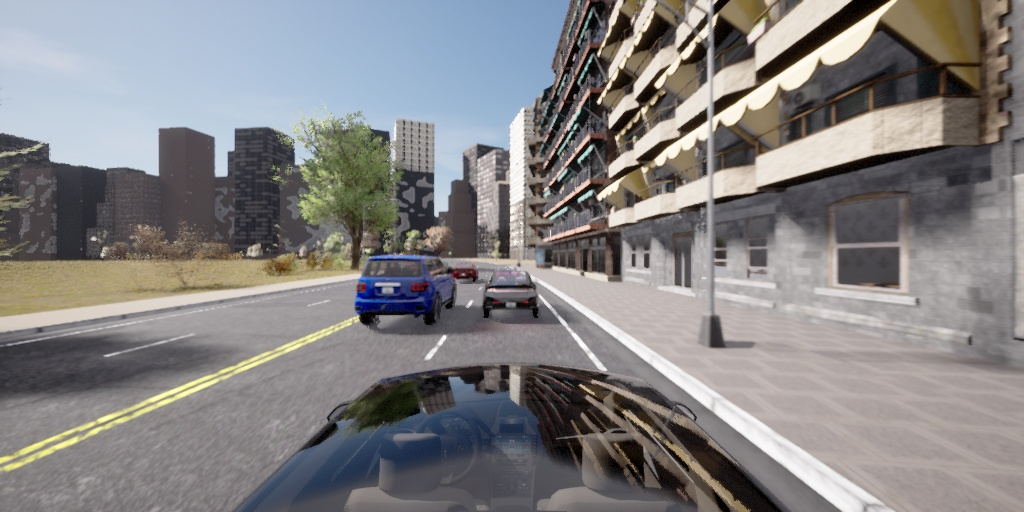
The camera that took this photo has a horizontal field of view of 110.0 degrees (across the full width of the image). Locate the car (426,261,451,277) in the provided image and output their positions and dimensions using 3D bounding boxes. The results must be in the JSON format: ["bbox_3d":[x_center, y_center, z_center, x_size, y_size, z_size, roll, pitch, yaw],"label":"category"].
[{"bbox_3d":[-7.608,1.302,37.457,1.837,1.490,4.892,0,1,-3],"label":"car"}]

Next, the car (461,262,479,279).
[{"bbox_3d":[-3.817,1.265,29.843,1.882,1.535,5.008,0,0,-2],"label":"car"}]

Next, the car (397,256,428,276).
[{"bbox_3d":[-11.022,1.030,40.083,2.150,2.045,5.566,0,0,-3],"label":"car"}]

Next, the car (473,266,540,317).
[{"bbox_3d":[-0.057,1.256,13.182,2.128,1.511,4.902,0,0,-1],"label":"car"}]

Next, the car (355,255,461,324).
[{"bbox_3d":[-3.291,0.989,12.121,2.150,2.045,5.566,0,0,0],"label":"car"}]
